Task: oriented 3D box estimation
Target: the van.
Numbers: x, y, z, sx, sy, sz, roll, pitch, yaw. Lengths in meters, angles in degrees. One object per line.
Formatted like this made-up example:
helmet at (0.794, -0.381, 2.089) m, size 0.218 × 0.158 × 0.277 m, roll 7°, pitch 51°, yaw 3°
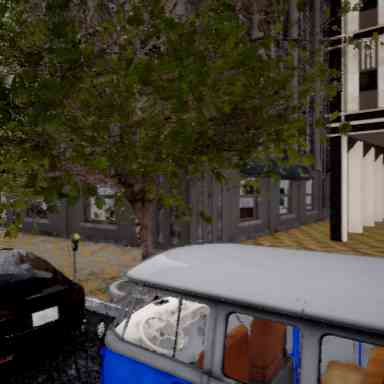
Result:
van at (1.117, 1.342, 2.069) m, size 3.998 × 1.788 × 1.690 m, roll 0°, pitch 0°, yaw 35°

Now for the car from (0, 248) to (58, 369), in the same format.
car at (-3.523, 1.605, 5.374) m, size 4.313 × 1.339 × 1.947 m, roll 0°, pitch 0°, yaw 35°
